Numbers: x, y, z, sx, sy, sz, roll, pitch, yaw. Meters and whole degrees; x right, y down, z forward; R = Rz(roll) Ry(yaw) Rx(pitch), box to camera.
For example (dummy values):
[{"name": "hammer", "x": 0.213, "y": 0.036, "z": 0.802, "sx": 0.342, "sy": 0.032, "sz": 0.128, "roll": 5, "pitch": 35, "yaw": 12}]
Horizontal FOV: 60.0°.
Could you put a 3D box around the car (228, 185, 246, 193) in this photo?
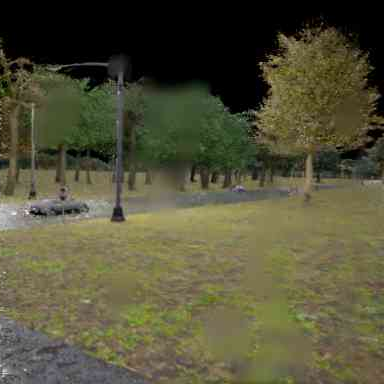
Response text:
[{"name": "car", "x": 8.401, "y": -0.535, "z": 62.103, "sx": 1.812, "sy": 1.442, "sz": 4.674, "roll": 4, "pitch": 5, "yaw": 35}]

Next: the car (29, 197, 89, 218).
[{"name": "car", "x": -9.769, "y": 1.066, "z": 24.728, "sx": 1.994, "sy": 1.385, "sz": 4.181, "roll": 4, "pitch": 4, "yaw": 35}]

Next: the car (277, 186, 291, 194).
[{"name": "car", "x": 18.182, "y": -0.425, "z": 65.412, "sx": 1.994, "sy": 1.385, "sz": 4.181, "roll": 4, "pitch": 4, "yaw": 29}]
